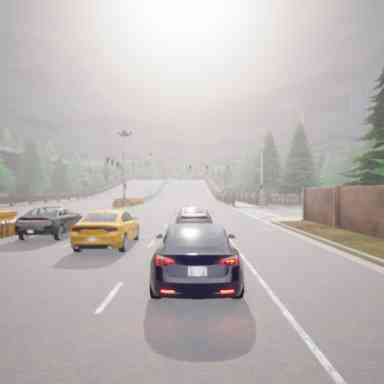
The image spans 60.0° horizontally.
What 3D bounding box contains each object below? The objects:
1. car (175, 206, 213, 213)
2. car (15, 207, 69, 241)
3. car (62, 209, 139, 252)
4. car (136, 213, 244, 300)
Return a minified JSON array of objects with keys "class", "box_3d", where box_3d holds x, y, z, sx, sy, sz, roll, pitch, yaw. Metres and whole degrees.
[{"class":"car","box_3d":[0.097,1.480,17.534,2.128,1.511,4.902,0,0,0]},{"class":"car","box_3d":[-6.902,1.480,16.646,2.128,1.511,4.902,0,0,0]},{"class":"car","box_3d":[-3.401,1.469,13.798,1.882,1.535,5.008,0,0,0]},{"class":"car","box_3d":[0.100,1.498,8.444,2.163,1.488,4.792,0,0,0]}]
